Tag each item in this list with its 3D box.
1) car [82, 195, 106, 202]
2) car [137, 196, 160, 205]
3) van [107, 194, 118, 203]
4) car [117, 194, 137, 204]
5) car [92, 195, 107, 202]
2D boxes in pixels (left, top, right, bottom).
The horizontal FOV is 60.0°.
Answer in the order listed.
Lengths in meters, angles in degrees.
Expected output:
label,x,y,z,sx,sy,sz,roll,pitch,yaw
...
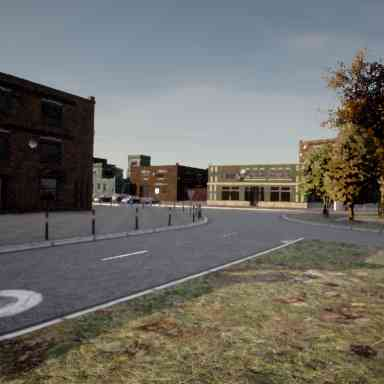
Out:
label,x,y,z,sx,sy,sz,roll,pitch,yaw
car,-22.282,1.449,75.937,2.097,1.535,5.008,2,-1,32
car,-8.188,1.825,67.016,2.163,1.488,4.792,1,-1,32
van,-15.283,1.412,71.396,1.878,1.987,4.442,1,-1,32
car,-12.748,1.573,69.969,2.185,1.767,4.553,1,-1,32
car,-19.803,1.393,74.420,2.185,1.767,4.553,2,-1,32
